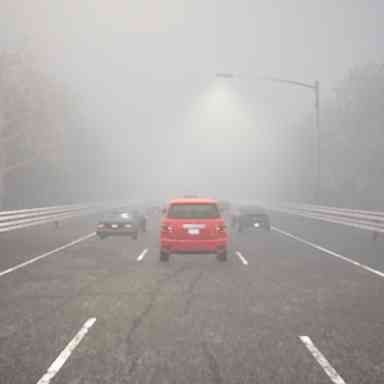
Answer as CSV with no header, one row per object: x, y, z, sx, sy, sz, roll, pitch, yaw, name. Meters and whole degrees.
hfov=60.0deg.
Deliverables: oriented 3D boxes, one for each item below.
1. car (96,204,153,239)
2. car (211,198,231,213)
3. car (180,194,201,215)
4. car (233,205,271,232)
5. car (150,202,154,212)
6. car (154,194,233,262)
-3.478,1.579,17.339,2.033,1.411,5.357,0,0,0,car
3.272,1.538,38.613,1.882,1.535,5.008,0,0,-1,car
-0.196,1.279,36.621,2.150,2.045,5.566,0,0,-1,car
3.493,1.541,20.476,1.837,1.490,4.892,0,0,0,car
-3.686,1.658,35.872,1.895,1.301,4.718,0,0,-1,car
0.044,1.247,12.421,2.150,2.045,5.566,0,0,0,car
